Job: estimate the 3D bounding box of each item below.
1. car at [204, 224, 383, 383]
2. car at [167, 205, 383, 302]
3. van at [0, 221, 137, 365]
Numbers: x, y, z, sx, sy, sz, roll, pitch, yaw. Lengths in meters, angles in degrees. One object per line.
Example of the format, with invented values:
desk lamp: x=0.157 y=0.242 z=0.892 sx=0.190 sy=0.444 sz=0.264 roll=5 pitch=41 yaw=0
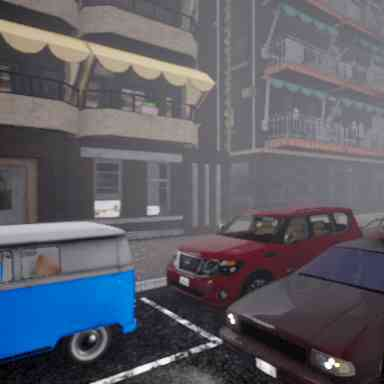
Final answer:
car: x=2.974 y=1.500 z=5.180 sx=5.357 sy=1.411 sz=2.033 roll=-1 pitch=0 yaw=-35
car: x=1.911 y=1.265 z=7.453 sx=5.009 sy=1.841 sz=2.192 roll=-1 pitch=1 yaw=-35
van: x=-2.681 y=1.340 z=4.179 sx=3.998 sy=1.788 sz=1.690 roll=-1 pitch=1 yaw=-35
